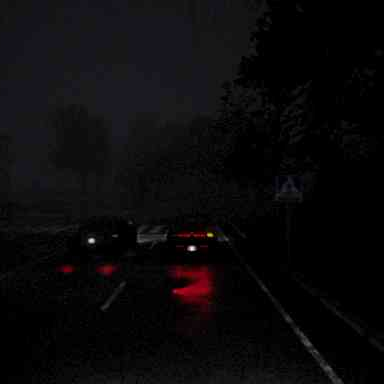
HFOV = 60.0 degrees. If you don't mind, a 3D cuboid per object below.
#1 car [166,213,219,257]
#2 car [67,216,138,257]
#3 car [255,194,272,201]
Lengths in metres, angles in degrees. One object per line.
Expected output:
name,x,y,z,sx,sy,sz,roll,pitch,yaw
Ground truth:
car,0.020,1.624,13.505,1.837,1.490,4.892,0,0,0
car,-3.478,1.682,13.572,1.994,1.385,4.181,0,0,0
car,16.020,1.173,74.019,1.812,1.442,4.674,-1,1,-23
